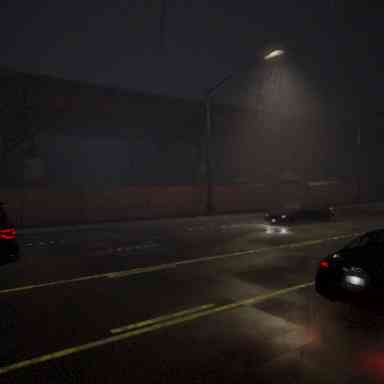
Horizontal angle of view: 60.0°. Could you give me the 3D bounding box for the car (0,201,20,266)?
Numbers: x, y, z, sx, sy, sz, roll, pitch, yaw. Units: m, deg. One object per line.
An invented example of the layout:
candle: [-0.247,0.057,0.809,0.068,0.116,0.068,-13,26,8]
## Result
car: [-7.039,1.237,7.558,5.566,2.045,2.150,-1,0,-35]

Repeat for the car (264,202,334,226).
car: [7.194,1.341,21.959,5.357,1.411,2.033,-1,1,-35]

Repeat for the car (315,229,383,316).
car: [4.464,1.482,6.929,4.181,1.385,1.994,-1,0,-35]
